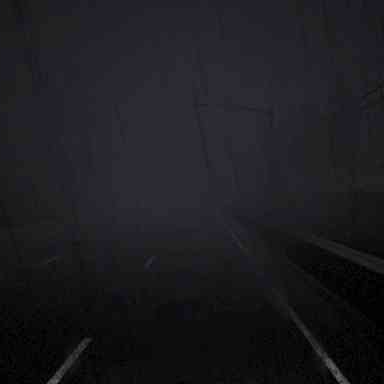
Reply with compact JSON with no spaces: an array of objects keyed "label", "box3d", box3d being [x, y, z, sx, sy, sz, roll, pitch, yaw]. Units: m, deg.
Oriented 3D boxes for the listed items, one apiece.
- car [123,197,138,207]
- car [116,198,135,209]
[{"label":"car","box3d":[-11.868,1.900,63.561,2.150,2.045,5.566,0,-1,1]},{"label":"car","box3d":[-11.861,2.218,58.426,1.895,1.301,4.718,0,-1,0]}]
